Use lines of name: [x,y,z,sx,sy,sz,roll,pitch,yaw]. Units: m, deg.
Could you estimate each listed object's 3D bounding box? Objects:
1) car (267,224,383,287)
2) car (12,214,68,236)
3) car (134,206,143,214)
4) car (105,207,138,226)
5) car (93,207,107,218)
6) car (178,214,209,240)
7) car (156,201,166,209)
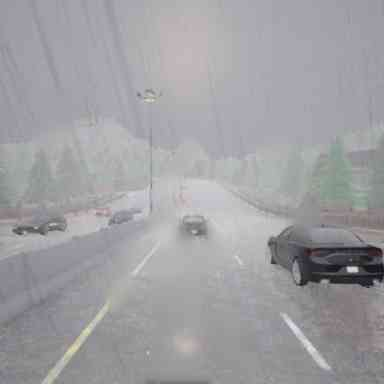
car: [3.606,1.682,9.943,1.882,1.535,5.008,0,-2,0]
car: [-10.573,2.266,23.707,2.033,1.411,5.357,0,-2,0]
car: [-10.475,3.405,62.561,1.994,1.385,4.181,0,1,0]
car: [-7.054,2.594,33.815,1.837,1.490,4.892,0,-3,0]
car: [-14.013,3.109,52.551,2.097,1.767,4.553,0,-1,1]
car: [0.113,2.139,20.913,1.812,1.442,4.674,0,-2,0]
car: [-6.953,2.865,75.012,1.837,1.490,4.892,0,3,0]
